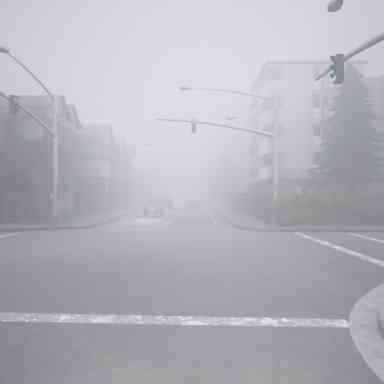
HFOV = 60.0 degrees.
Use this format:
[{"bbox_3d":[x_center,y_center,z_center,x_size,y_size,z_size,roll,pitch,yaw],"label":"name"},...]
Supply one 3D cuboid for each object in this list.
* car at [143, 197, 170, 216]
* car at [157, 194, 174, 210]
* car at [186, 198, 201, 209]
[{"bbox_3d":[-3.584,1.502,32.383,2.128,1.511,4.902,0,0,0],"label":"car"},{"bbox_3d":[-3.560,1.235,42.958,2.150,2.045,5.566,0,0,0],"label":"car"},{"bbox_3d":[0.116,1.540,45.534,1.812,1.442,4.674,0,0,0],"label":"car"}]
